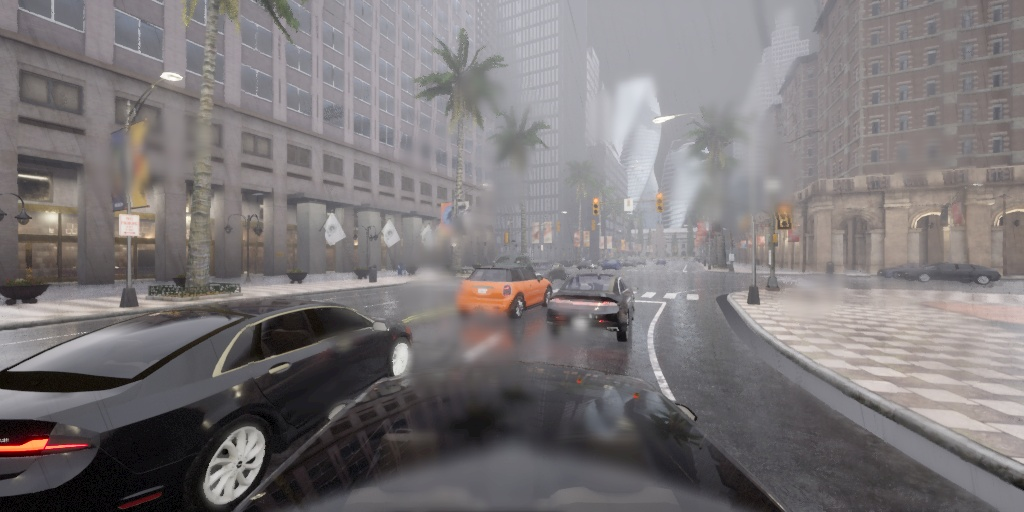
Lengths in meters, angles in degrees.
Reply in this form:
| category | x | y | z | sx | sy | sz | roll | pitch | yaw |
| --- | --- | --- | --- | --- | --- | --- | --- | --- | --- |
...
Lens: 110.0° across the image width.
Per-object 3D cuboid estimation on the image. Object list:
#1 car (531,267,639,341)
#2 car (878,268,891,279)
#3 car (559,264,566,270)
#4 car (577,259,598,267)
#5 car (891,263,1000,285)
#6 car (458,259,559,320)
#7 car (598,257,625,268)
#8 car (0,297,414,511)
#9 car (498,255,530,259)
| category | x | y | z | sx | sy | sz | roll | pitch | yaw |
| --- | --- | --- | --- | --- | --- | --- | --- | --- | --- |
| car | 2.374 | 1.242 | 9.999 | 2.128 | 1.511 | 4.902 | 0 | 0 | 22 |
| car | 33.036 | 1.314 | 29.406 | 4.181 | 1.385 | 1.994 | 0 | 0 | 27 |
| car | 2.722 | 1.241 | 27.438 | 2.128 | 1.511 | 4.902 | 0 | 0 | 27 |
| car | 10.826 | 1.297 | 51.352 | 2.033 | 1.411 | 5.357 | 0 | 0 | 27 |
| car | 31.661 | 1.255 | 26.183 | 4.892 | 1.490 | 1.837 | 0 | 0 | 25 |
| car | -0.051 | 1.102 | 13.028 | 2.097 | 1.767 | 4.553 | 0 | 0 | 23 |
| car | 13.790 | 1.227 | 49.456 | 1.882 | 1.535 | 5.008 | 0 | 0 | 27 |
| car | -2.841 | 1.255 | 4.329 | 1.837 | 1.490 | 4.892 | 0 | 0 | 8 |
| car | -0.101 | 0.971 | 29.616 | 2.150 | 2.045 | 5.566 | 0 | 0 | 27 |
